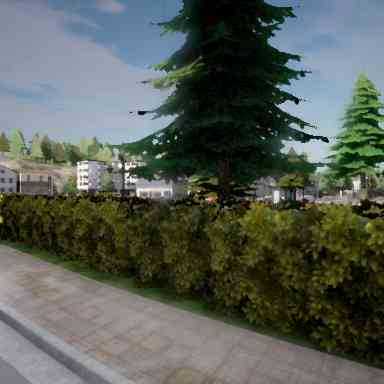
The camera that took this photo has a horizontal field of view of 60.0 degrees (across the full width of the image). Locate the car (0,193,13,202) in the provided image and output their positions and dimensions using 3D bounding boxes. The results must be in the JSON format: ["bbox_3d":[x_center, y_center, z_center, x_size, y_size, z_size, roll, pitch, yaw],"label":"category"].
[{"bbox_3d":[-41.120,1.097,71.295,4.605,1.855,1.932,0,0,-45],"label":"car"}]

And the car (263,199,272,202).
[{"bbox_3d":[9.908,1.478,44.336,5.008,1.535,1.882,0,0,-45],"label":"car"}]

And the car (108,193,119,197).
[{"bbox_3d":[-15.223,1.097,70.309,4.605,1.855,1.932,0,0,-45],"label":"car"}]

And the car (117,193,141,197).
[{"bbox_3d":[-9.692,1.384,53.878,3.806,1.475,1.970,0,0,-45],"label":"car"}]

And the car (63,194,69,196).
[{"bbox_3d":[-31.237,1.232,85.583,3.806,1.475,1.970,0,0,-45],"label":"car"}]

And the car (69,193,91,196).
[{"bbox_3d":[-26.512,1.153,81.228,5.027,1.636,2.152,0,0,-45],"label":"car"}]

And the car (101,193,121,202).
[{"bbox_3d":[-17.552,1.077,72.095,3.866,1.878,1.905,0,0,-45],"label":"car"}]

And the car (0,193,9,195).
[{"bbox_3d":[-23.119,1.330,40.911,5.027,1.636,2.152,0,0,-45],"label":"car"}]

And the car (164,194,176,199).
[{"bbox_3d":[-2.224,1.221,37.422,5.566,2.045,2.150,0,0,-45],"label":"car"}]
